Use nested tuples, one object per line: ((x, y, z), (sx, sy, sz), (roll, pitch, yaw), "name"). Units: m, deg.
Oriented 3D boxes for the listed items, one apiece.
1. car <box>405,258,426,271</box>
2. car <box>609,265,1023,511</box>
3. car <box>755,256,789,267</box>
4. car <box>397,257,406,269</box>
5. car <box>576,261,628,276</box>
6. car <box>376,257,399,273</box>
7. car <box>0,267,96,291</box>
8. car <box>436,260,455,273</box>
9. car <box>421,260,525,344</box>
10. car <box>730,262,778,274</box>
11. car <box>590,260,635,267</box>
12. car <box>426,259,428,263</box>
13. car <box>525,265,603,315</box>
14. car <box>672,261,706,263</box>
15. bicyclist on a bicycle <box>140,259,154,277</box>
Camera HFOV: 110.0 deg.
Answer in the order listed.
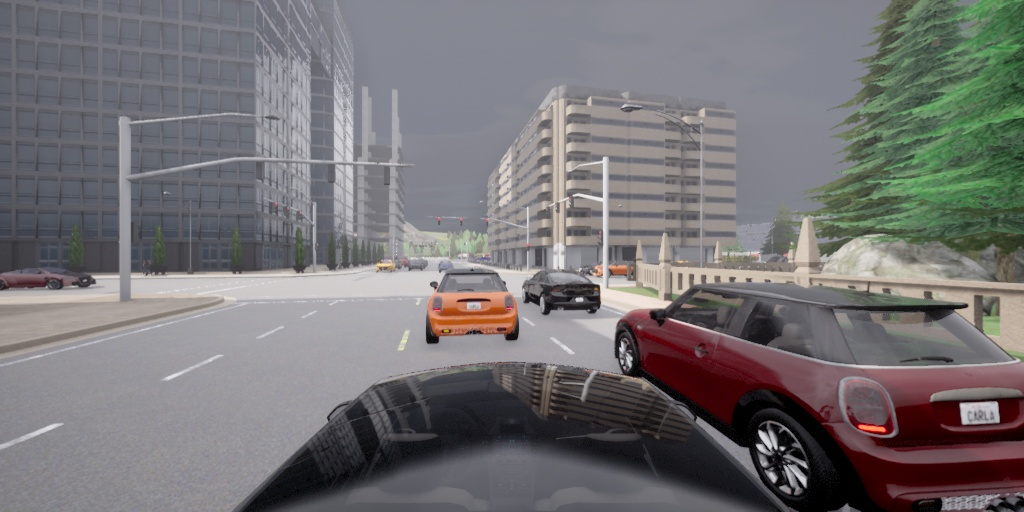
((-13.068, 1.269, 48.851), (1.837, 1.490, 4.892), (0, 0, -12), "car")
((3.017, 1.103, 4.586), (2.097, 1.767, 4.553), (0, 0, -6), "car")
((29.266, 1.037, 38.839), (5.566, 2.045, 2.150), (0, 0, -12), "car")
((-17.837, 1.258, 54.426), (2.128, 1.511, 4.902), (0, 0, -12), "car")
((9.491, 1.308, 38.085), (4.902, 1.511, 2.128), (0, 0, -12), "car")
((-15.877, 1.241, 45.211), (1.882, 1.535, 5.008), (0, 0, -12), "car")
((-28.975, 1.376, 22.267), (4.181, 1.385, 1.994), (0, 0, -12), "car")
((-8.634, 1.311, 46.412), (2.033, 1.411, 5.357), (0, 0, -14), "car")
((-1.178, 1.105, 9.892), (2.097, 1.767, 4.553), (0, 0, -10), "car")
((28.479, 1.418, 42.248), (4.718, 1.301, 1.895), (0, 0, -12), "car")
((10.040, 1.167, 34.619), (4.553, 1.767, 2.097), (0, 0, -12), "car")
((-14.919, 1.331, 57.555), (1.994, 1.385, 4.181), (0, 0, -12), "car")
((1.690, 1.231, 13.752), (1.882, 1.535, 5.008), (0, 0, -10), "car")
((18.813, 1.341, 36.537), (4.674, 1.442, 1.812), (0, 0, -12), "car")
((-33.988, 1.116, 33.435), (0.582, 1.620, 1.656), (0, 0, -12), "bicyclist on a bicycle")
